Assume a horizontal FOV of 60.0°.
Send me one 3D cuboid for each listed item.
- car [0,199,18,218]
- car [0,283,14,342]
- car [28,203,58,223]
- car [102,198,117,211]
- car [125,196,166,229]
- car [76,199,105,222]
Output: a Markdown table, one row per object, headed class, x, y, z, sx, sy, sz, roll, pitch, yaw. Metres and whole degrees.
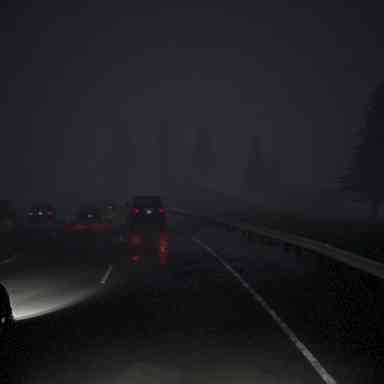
| class | x | y | z | sx | sy | sz | roll | pitch | yaw |
| --- | --- | --- | --- | --- | --- | --- | --- | --- | --- |
| car | -17.095 | 1.424 | 30.143 | 2.097 | 1.767 | 4.553 | 0 | 0 | -23 |
| car | -3.785 | 1.578 | 3.618 | 1.994 | 1.385 | 4.181 | 0 | 0 | -3 |
| car | -11.727 | 1.600 | 26.261 | 2.033 | 1.411 | 5.357 | 0 | 0 | -20 |
| car | -10.558 | 1.560 | 40.719 | 1.837 | 1.490 | 4.892 | 0 | 0 | -28 |
| car | -3.130 | 1.244 | 21.858 | 2.150 | 2.045 | 5.566 | 0 | 0 | -14 |
| car | -8.213 | 1.567 | 26.536 | 1.812 | 1.442 | 4.674 | 0 | 0 | -18 |
